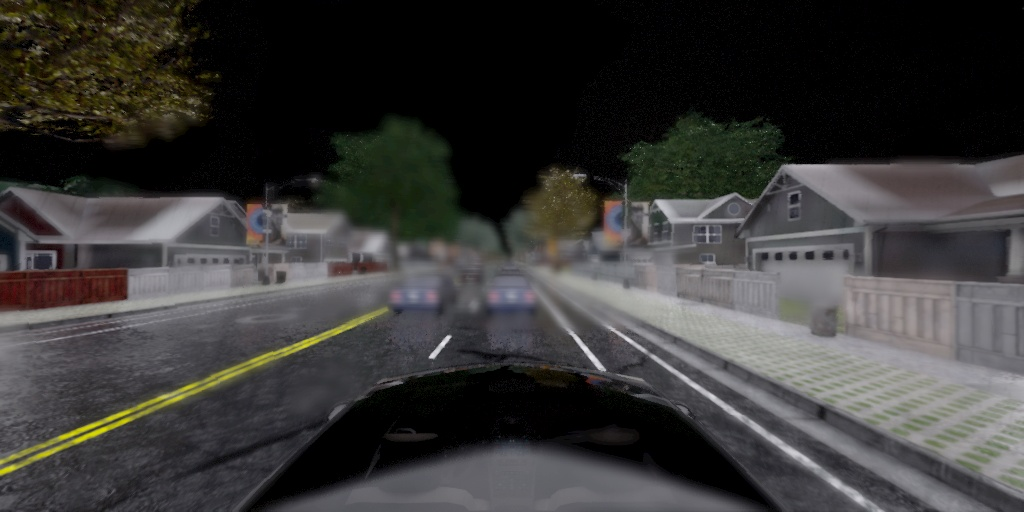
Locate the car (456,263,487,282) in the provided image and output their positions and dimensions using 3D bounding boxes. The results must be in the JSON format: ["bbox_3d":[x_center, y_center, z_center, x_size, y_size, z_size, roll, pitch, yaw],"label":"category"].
[{"bbox_3d":[-3.230,1.561,30.348,1.837,1.490,4.892,0,0,0],"label":"car"}]

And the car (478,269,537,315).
[{"bbox_3d":[0.011,1.433,14.379,2.033,1.411,5.357,0,-1,0],"label":"car"}]

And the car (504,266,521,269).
[{"bbox_3d":[0.019,1.547,30.351,2.128,1.511,4.902,0,0,0],"label":"car"}]

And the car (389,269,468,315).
[{"bbox_3d":[-3.238,1.433,14.367,2.033,1.411,5.357,0,-1,0],"label":"car"}]
